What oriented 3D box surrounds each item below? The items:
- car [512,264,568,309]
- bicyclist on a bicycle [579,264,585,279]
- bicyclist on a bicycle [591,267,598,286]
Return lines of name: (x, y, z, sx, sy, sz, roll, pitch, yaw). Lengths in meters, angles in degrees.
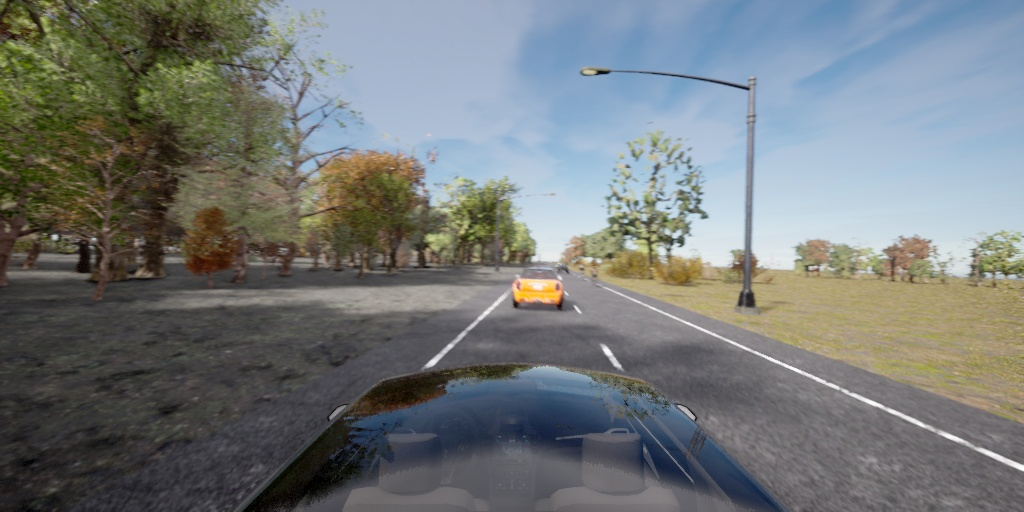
car: (1.213, 1.293, 16.424, 2.097, 1.767, 4.553, 2, -1, 5)
bicyclist on a bicycle: (7.488, 1.746, 38.613, 0.659, 1.776, 1.843, 2, 0, 5)
bicyclist on a bicycle: (6.669, 1.702, 29.041, 0.582, 1.620, 1.656, 2, -1, 5)
